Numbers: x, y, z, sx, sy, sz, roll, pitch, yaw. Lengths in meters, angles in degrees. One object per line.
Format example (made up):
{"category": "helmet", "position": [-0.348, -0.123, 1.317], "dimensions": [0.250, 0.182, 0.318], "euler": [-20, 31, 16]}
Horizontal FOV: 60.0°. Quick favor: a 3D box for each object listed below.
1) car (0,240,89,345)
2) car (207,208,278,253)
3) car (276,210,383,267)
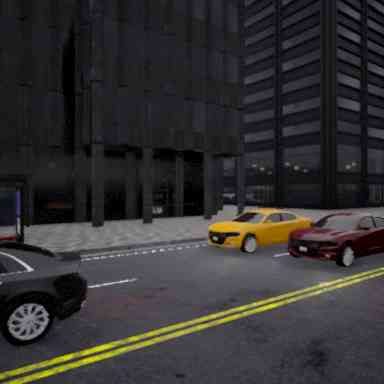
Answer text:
{"category": "car", "position": [-4.036, 1.507, 4.792], "dimensions": [4.892, 1.490, 1.837], "euler": [0, 0, -36]}
{"category": "car", "position": [2.905, 1.457, 13.732], "dimensions": [5.008, 1.535, 1.882], "euler": [0, 0, -35]}
{"category": "car", "position": [5.404, 1.456, 11.516], "dimensions": [5.008, 1.535, 1.882], "euler": [0, 0, -35]}
